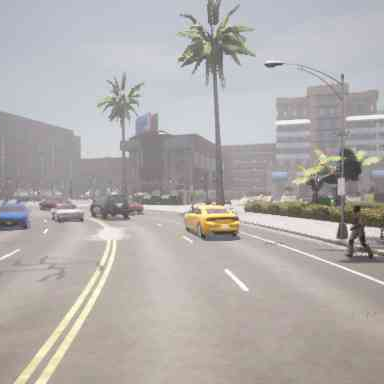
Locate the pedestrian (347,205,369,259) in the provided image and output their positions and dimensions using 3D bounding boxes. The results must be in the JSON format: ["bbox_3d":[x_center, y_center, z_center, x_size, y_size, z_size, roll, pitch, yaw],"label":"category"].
[{"bbox_3d":[5.561,1.294,11.168,0.375,1.860,0.375,0,0,-9],"label":"pedestrian"}]

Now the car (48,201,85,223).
[{"bbox_3d":[-9.657,1.600,25.810,1.895,1.301,4.718,0,0,-29],"label":"car"}]

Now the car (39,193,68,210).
[{"bbox_3d":[-16.562,1.351,40.099,4.553,1.767,2.097,0,0,40],"label":"car"}]

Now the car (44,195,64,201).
[{"bbox_3d":[-33.346,1.403,80.228,4.193,1.474,1.816,0,0,18],"label":"car"}]

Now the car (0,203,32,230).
[{"bbox_3d":[-11.270,1.477,20.996,1.882,1.535,5.008,0,0,-24],"label":"car"}]

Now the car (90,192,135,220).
[{"bbox_3d":[-7.167,1.222,28.837,2.150,2.045,5.566,0,0,-31],"label":"car"}]

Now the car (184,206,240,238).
[{"bbox_3d":[0.916,1.477,17.905,1.882,1.535,5.008,0,0,-14],"label":"car"}]

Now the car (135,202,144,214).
[{"bbox_3d":[-6.948,1.600,34.780,1.895,1.301,4.718,0,0,-36],"label":"car"}]

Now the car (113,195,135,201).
[{"bbox_3d":[-16.188,1.418,78.745,4.674,1.452,2.002,0,0,18],"label":"car"}]

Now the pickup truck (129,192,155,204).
[{"bbox_3d":[-9.483,1.088,64.042,2.390,2.098,6.274,0,0,18],"label":"pickup truck"}]
